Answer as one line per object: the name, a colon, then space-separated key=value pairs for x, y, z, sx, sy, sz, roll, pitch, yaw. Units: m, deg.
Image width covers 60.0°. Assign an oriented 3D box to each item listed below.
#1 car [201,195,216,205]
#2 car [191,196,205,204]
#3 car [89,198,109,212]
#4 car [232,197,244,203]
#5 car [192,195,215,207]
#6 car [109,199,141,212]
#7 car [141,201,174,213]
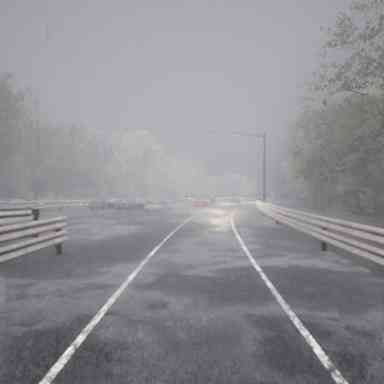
car: x=3.736 y=1.759 z=74.864 sx=2.150 sy=2.045 sz=5.566 roll=0 pitch=-1 yaw=17
car: x=1.502 y=1.933 z=79.639 sx=2.097 sy=1.767 sz=4.553 roll=0 pitch=-1 yaw=17
car: x=-10.346 y=1.500 z=39.737 sx=2.128 sy=1.511 sz=4.902 roll=0 pitch=-1 yaw=17
car: x=12.358 y=2.154 z=91.616 sx=2.097 sy=1.767 sz=4.553 roll=0 pitch=-1 yaw=17
car: x=1.919 y=1.647 z=56.444 sx=2.097 sy=1.767 sz=4.553 roll=0 pitch=-1 yaw=16
car: x=-7.016 y=1.564 z=38.659 sx=2.033 sy=1.411 sz=5.357 roll=0 pitch=-1 yaw=17
car: x=-3.632 y=1.666 z=37.640 sx=1.895 sy=1.301 sz=4.718 roll=1 pitch=0 yaw=17
